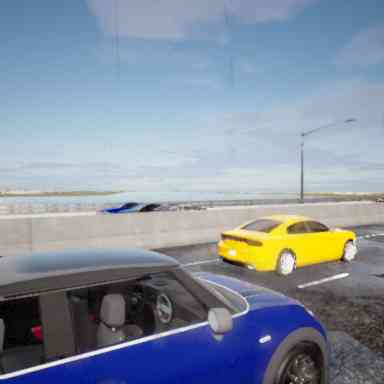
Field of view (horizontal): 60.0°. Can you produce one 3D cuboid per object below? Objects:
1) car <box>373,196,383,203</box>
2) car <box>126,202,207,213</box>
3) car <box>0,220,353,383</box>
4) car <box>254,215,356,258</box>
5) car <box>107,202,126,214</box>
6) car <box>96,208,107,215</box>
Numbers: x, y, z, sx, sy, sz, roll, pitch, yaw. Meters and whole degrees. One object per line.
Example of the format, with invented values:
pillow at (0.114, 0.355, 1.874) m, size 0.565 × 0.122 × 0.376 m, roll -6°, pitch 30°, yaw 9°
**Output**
car at (29.029, 1.368, 49.827) m, size 4.674 × 1.442 × 1.812 m, roll 0°, pitch 0°, yaw -34°
car at (-1.185, 1.460, 20.310) m, size 4.902 × 1.511 × 2.128 m, roll 0°, pitch 0°, yaw -35°
car at (-0.685, 1.347, 3.261) m, size 4.553 × 1.767 × 2.097 m, roll 0°, pitch 0°, yaw -35°
car at (3.086, 1.454, 10.228) m, size 5.008 × 1.535 × 1.882 m, roll 0°, pitch 0°, yaw -35°
car at (-3.147, 1.494, 23.210) m, size 4.674 × 1.442 × 1.812 m, roll 0°, pitch 0°, yaw -35°
car at (-5.132, 1.493, 26.093) m, size 4.674 × 1.442 × 1.812 m, roll 0°, pitch 0°, yaw -35°
